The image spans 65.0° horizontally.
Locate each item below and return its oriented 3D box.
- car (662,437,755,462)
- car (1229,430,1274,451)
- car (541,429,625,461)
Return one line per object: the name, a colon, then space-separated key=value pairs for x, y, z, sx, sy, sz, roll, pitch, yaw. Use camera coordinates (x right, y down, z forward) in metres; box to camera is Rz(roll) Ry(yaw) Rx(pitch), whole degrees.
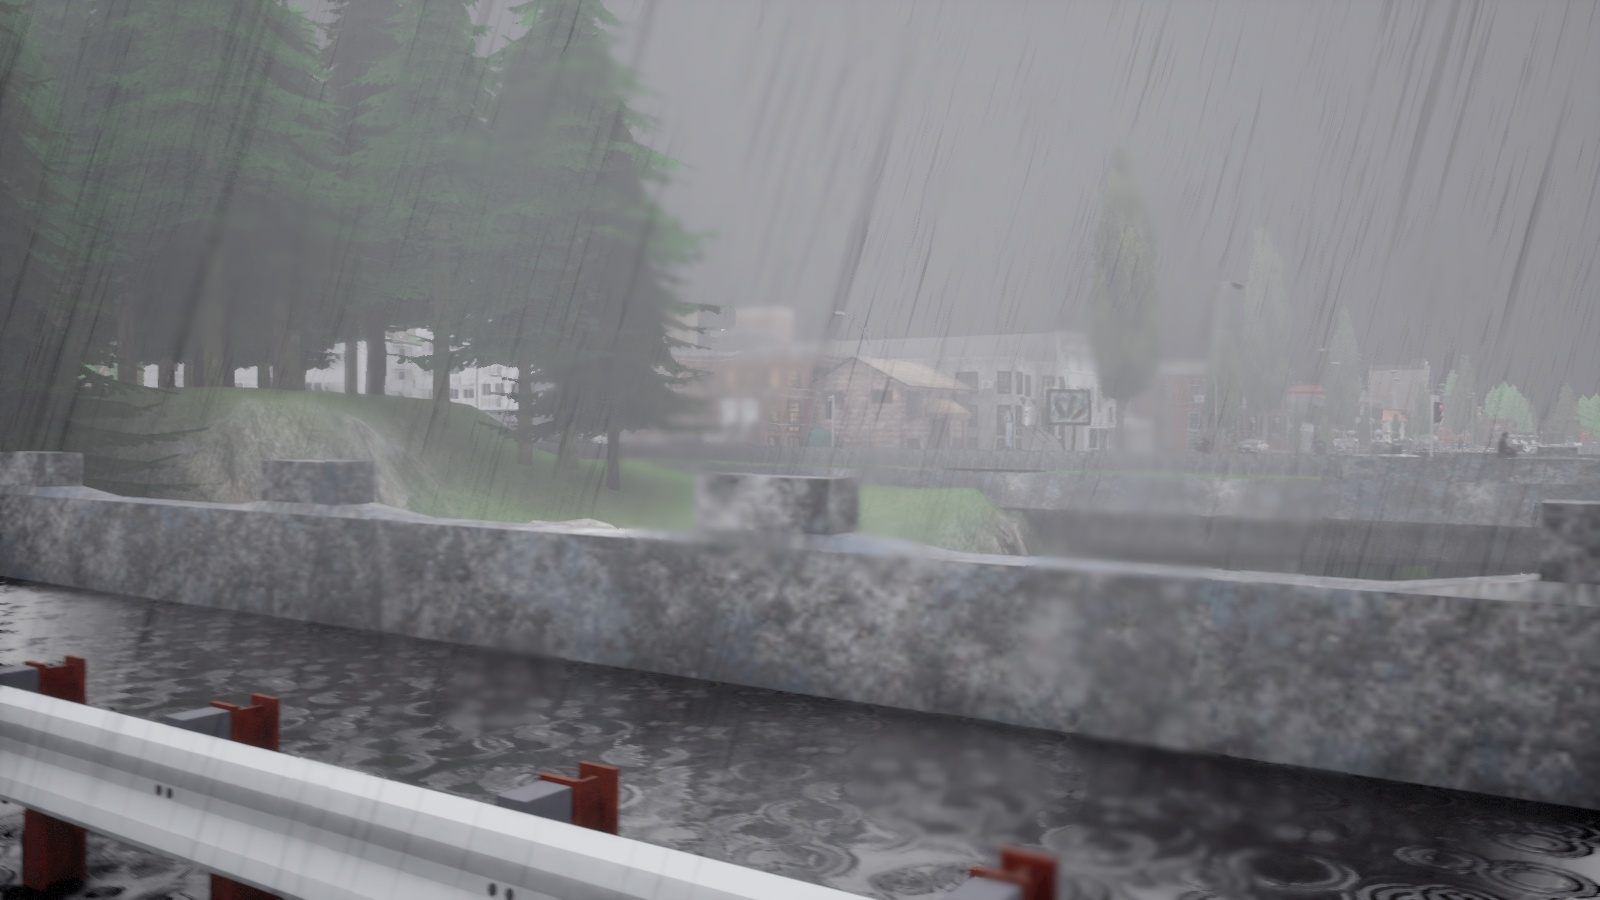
car: x=-4.900 y=-0.038 z=66.972 sx=4.718 sy=1.301 sz=1.895 roll=0 pitch=1 yaw=34
car: x=31.030 y=-0.663 z=86.220 sx=1.994 sy=1.385 sz=4.181 roll=0 pitch=1 yaw=34
car: x=-12.440 y=-0.280 z=71.988 sx=4.553 sy=1.767 sz=2.097 roll=0 pitch=1 yaw=34
